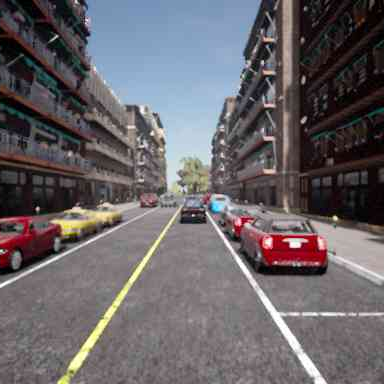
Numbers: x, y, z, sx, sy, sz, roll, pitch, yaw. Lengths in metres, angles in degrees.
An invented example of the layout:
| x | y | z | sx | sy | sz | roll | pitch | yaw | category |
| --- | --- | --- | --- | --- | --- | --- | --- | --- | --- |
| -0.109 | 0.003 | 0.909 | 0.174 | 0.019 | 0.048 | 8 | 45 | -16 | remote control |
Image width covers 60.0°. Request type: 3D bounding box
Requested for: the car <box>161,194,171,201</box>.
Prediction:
| x | y | z | sx | sy | sz | roll | pitch | yaw | category |
| --- | --- | --- | --- | --- | --- | --- | --- | --- | --- |
| -5.685 | 1.208 | 72.783 | 1.752 | 1.417 | 4.829 | 1 | 0 | 0 | car |

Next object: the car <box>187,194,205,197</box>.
| x | y | z | sx | sy | sz | roll | pitch | yaw | category |
| --- | --- | --- | --- | --- | --- | --- | --- | --- | --- |
| 0.077 | 1.178 | 38.505 | 2.097 | 1.767 | 4.553 | 0 | 0 | 0 | car |

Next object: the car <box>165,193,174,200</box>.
| x | y | z | sx | sy | sz | roll | pitch | yaw | category |
| --- | --- | --- | --- | --- | --- | --- | --- | --- | --- |
| -5.684 | 1.076 | 84.276 | 1.967 | 1.590 | 4.097 | 1 | 0 | 0 | car |

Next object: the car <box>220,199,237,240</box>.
| x | y | z | sx | sy | sz | roll | pitch | yaw | category |
| --- | --- | --- | --- | --- | --- | --- | --- | --- | --- |
| 2.702 | 1.365 | 16.296 | 1.967 | 1.590 | 4.097 | 1 | 0 | 0 | car |

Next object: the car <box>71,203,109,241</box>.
| x | y | z | sx | sy | sz | roll | pitch | yaw | category |
| --- | --- | --- | --- | --- | --- | --- | --- | --- | --- |
| -5.679 | 1.450 | 16.167 | 1.752 | 1.417 | 4.829 | 1 | 0 | 0 | car |

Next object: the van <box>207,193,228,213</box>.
| x | y | z | sx | sy | sz | roll | pitch | yaw | category |
| --- | --- | --- | --- | --- | --- | --- | --- | --- | --- |
| 2.702 | 1.190 | 33.281 | 1.690 | 1.788 | 3.998 | 1 | 0 | 0 | van |

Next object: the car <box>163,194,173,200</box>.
| x | y | z | sx | sy | sz | roll | pitch | yaw | category |
| --- | --- | --- | --- | --- | --- | --- | --- | --- | --- |
| -5.684 | 1.204 | 78.613 | 1.887 | 1.381 | 4.507 | 1 | 0 | 0 | car |

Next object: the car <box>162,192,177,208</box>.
| x | y | z | sx | sy | sz | roll | pitch | yaw | category |
| --- | --- | --- | --- | --- | --- | --- | --- | --- | --- |
| -3.081 | 1.150 | 45.045 | 2.097 | 1.767 | 4.553 | 0 | 0 | 0 | car |

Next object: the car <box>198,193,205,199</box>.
| x | y | z | sx | sy | sz | roll | pitch | yaw | category |
| --- | --- | --- | --- | --- | --- | --- | --- | --- | --- |
| 2.696 | 1.117 | 95.731 | 1.752 | 1.417 | 4.829 | 1 | 0 | 0 | car |

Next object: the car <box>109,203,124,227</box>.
| x | y | z | sx | sy | sz | roll | pitch | yaw | category |
| --- | --- | --- | --- | --- | --- | --- | --- | --- | --- |
| -5.680 | 1.424 | 21.828 | 1.752 | 1.417 | 4.829 | 1 | 0 | 0 | car |

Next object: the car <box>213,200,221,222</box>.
| x | y | z | sx | sy | sz | roll | pitch | yaw | category |
| --- | --- | --- | --- | --- | --- | --- | --- | --- | --- |
| 2.700 | 1.450 | 21.959 | 2.008 | 1.369 | 4.403 | 1 | 0 | 0 | car |

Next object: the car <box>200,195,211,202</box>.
| x | y | z | sx | sy | sz | roll | pitch | yaw | category |
| --- | --- | --- | --- | --- | --- | --- | --- | --- | --- |
| 2.697 | 1.256 | 67.252 | 2.008 | 1.369 | 4.403 | 1 | 0 | 0 | car |

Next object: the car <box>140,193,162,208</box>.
| x | y | z | sx | sy | sz | roll | pitch | yaw | category |
| --- | --- | --- | --- | --- | --- | --- | --- | --- | --- |
| -5.678 | 1.115 | 44.644 | 2.192 | 1.841 | 5.009 | 1 | 0 | 0 | car |

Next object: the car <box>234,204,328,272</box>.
| x | y | z | sx | sy | sz | roll | pitch | yaw | category |
| --- | --- | --- | --- | --- | --- | --- | --- | --- | --- |
| 2.703 | 1.391 | 10.635 | 1.967 | 1.590 | 4.097 | 1 | 0 | 0 | car |

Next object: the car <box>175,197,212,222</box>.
| x | y | z | sx | sy | sz | roll | pitch | yaw | category |
| --- | --- | --- | --- | --- | --- | --- | --- | --- | --- |
| 0.089 | 1.376 | 24.834 | 2.128 | 1.511 | 4.902 | 0 | 0 | 0 | car |

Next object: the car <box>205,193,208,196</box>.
| x | y | z | sx | sy | sz | roll | pitch | yaw | category |
| --- | --- | --- | --- | --- | --- | --- | --- | --- | --- |
| 2.701 | 1.092 | 50.265 | 2.192 | 1.841 | 5.009 | 1 | 0 | 0 | car |

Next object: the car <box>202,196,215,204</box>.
| x | y | z | sx | sy | sz | roll | pitch | yaw | category |
| --- | --- | --- | --- | --- | --- | --- | --- | --- | --- |
| 2.697 | 1.319 | 55.929 | 1.947 | 1.339 | 4.313 | 1 | 0 | 0 | car |

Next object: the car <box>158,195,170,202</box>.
| x | y | z | sx | sy | sz | roll | pitch | yaw | category |
| --- | --- | --- | --- | --- | --- | --- | --- | --- | --- |
| -5.684 | 1.256 | 67.290 | 2.008 | 1.369 | 4.403 | 1 | 0 | 0 | car |

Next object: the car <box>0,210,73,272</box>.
| x | y | z | sx | sy | sz | roll | pitch | yaw | category |
| --- | --- | --- | --- | --- | --- | --- | --- | --- | --- |
| -5.679 | 1.495 | 10.676 | 1.887 | 1.381 | 4.507 | 1 | 0 | 0 | car |
